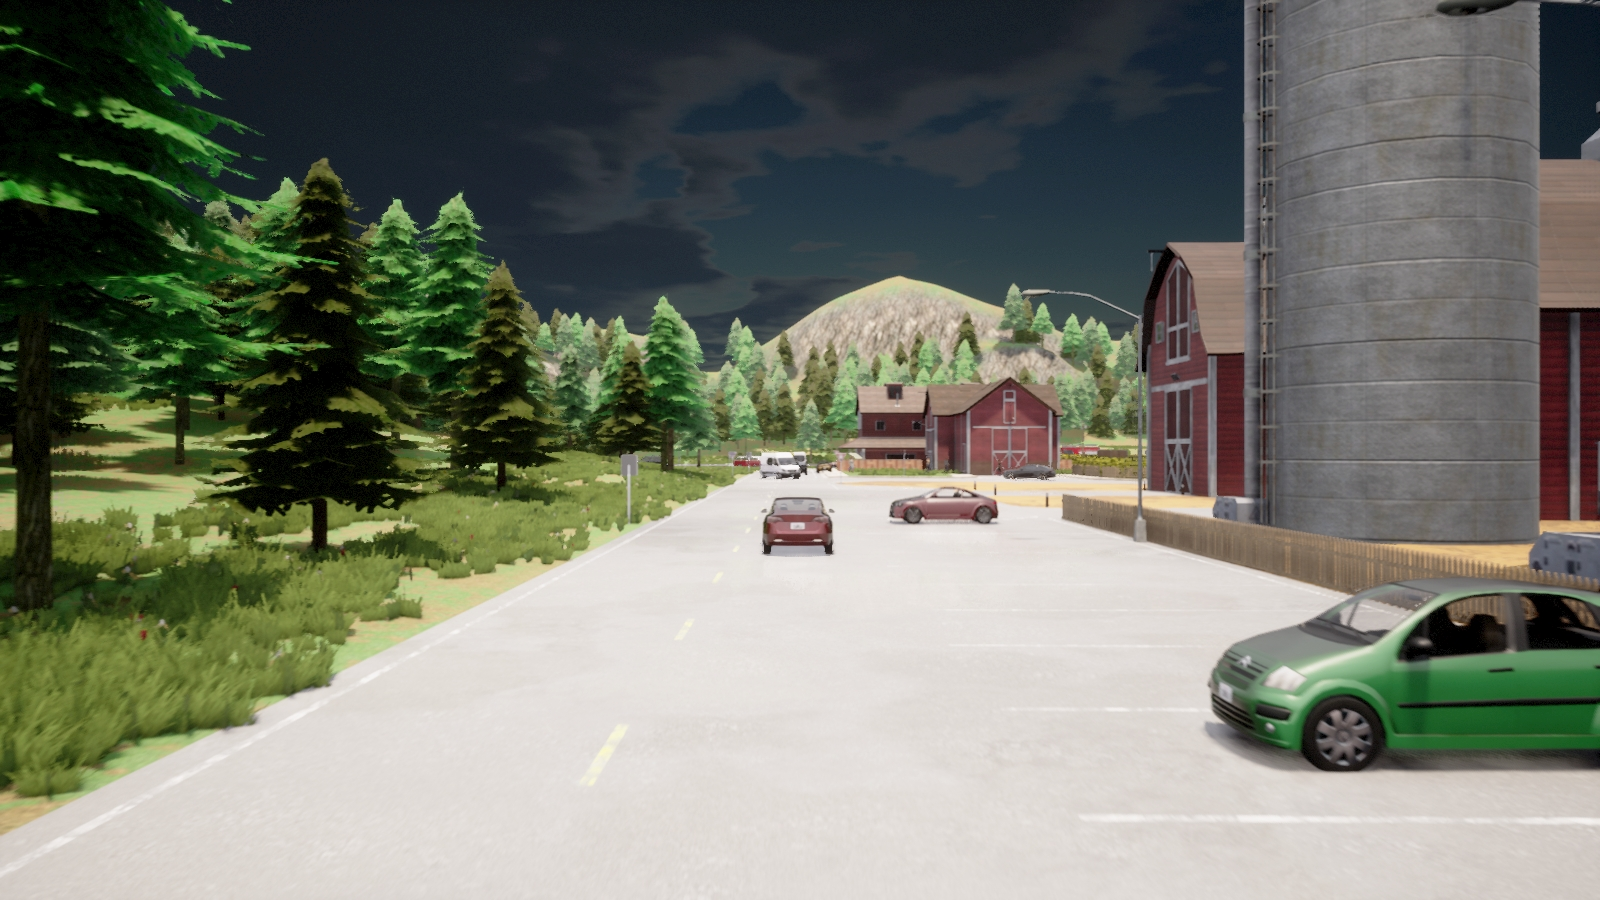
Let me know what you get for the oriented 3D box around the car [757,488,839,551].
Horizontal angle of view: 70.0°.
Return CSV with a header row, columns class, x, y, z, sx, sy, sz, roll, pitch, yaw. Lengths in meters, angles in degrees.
class,x,y,z,sx,sy,sz,roll,pitch,yaw
car,-0.060,1.922,32.654,2.163,1.488,4.792,0,0,0
